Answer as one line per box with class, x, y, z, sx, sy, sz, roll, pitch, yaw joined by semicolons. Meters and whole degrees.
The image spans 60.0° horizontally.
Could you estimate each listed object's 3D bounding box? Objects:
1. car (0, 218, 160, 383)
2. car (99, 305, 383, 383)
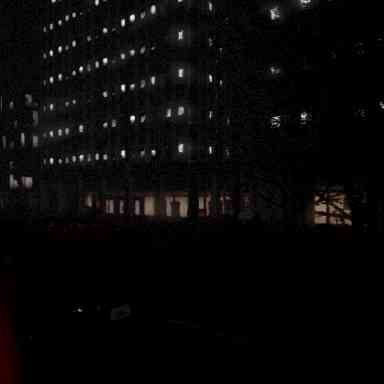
car;-2.679;1.315;4.790;5.009;1.841;2.192;0;0;36
car;1.818;1.551;1.582;4.403;1.369;2.008;0;0;36
